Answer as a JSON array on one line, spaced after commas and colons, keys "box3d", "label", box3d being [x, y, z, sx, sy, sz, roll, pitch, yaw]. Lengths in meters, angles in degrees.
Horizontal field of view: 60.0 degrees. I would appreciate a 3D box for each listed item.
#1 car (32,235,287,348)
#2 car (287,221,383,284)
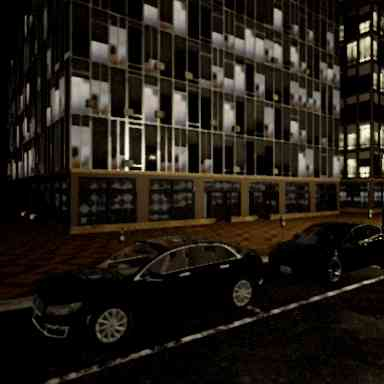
[{"box3d": [-0.534, 1.539, 6.175, 4.403, 1.369, 2.008, 0, 0, -35], "label": "car"}, {"box3d": [4.100, 1.531, 9.480, 4.313, 1.339, 1.947, 0, 0, -35], "label": "car"}]
